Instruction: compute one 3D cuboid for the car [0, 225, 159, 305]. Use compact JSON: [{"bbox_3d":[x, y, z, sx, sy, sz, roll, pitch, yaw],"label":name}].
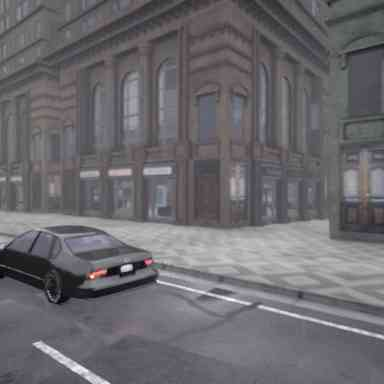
[{"bbox_3d":[-3.200,1.534,8.104,5.357,1.411,2.033,0,0,40],"label":"car"}]
